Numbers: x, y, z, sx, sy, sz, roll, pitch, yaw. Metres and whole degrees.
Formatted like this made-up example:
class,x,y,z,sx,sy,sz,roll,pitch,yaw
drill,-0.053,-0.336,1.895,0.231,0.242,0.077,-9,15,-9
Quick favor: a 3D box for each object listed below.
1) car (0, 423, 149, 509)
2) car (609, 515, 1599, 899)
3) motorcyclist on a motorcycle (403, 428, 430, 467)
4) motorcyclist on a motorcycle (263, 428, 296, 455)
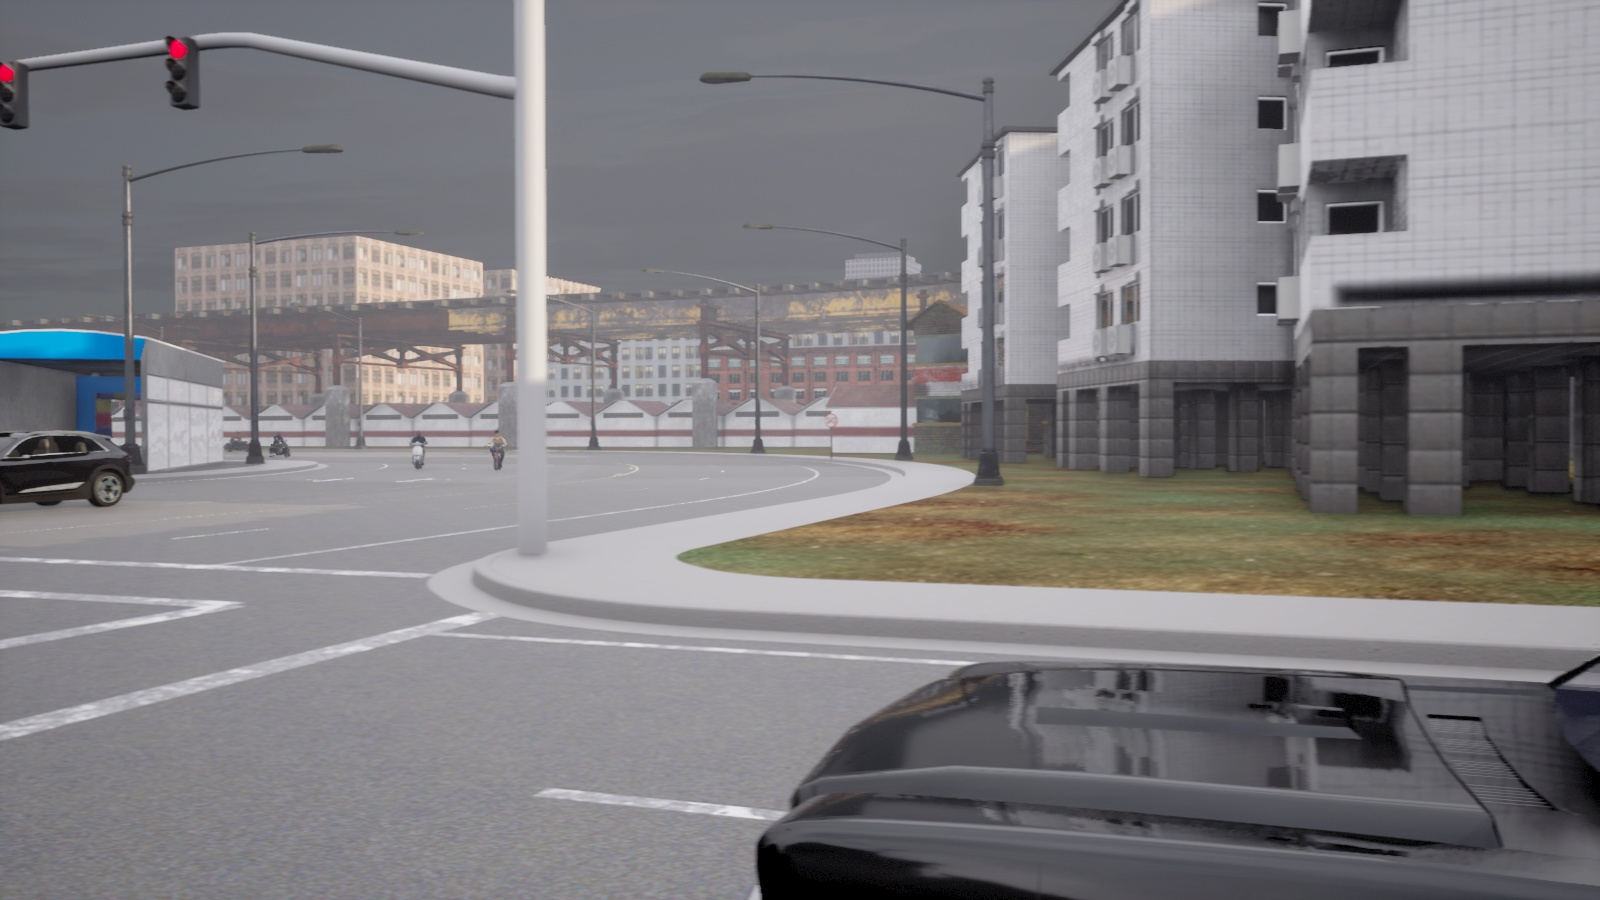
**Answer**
class,x,y,z,sx,sy,sz,roll,pitch,yaw
car,-16.045,0.286,25.600,2.033,1.649,4.856,1,1,20
car,2.186,0.896,2.441,4.718,1.301,1.895,1,1,19
motorcyclist on a motorcycle,-15.876,-0.114,52.081,0.866,1.590,1.817,0,1,-11
motorcyclist on a motorcycle,-31.002,-0.534,74.775,1.817,1.590,0.866,1,2,30
